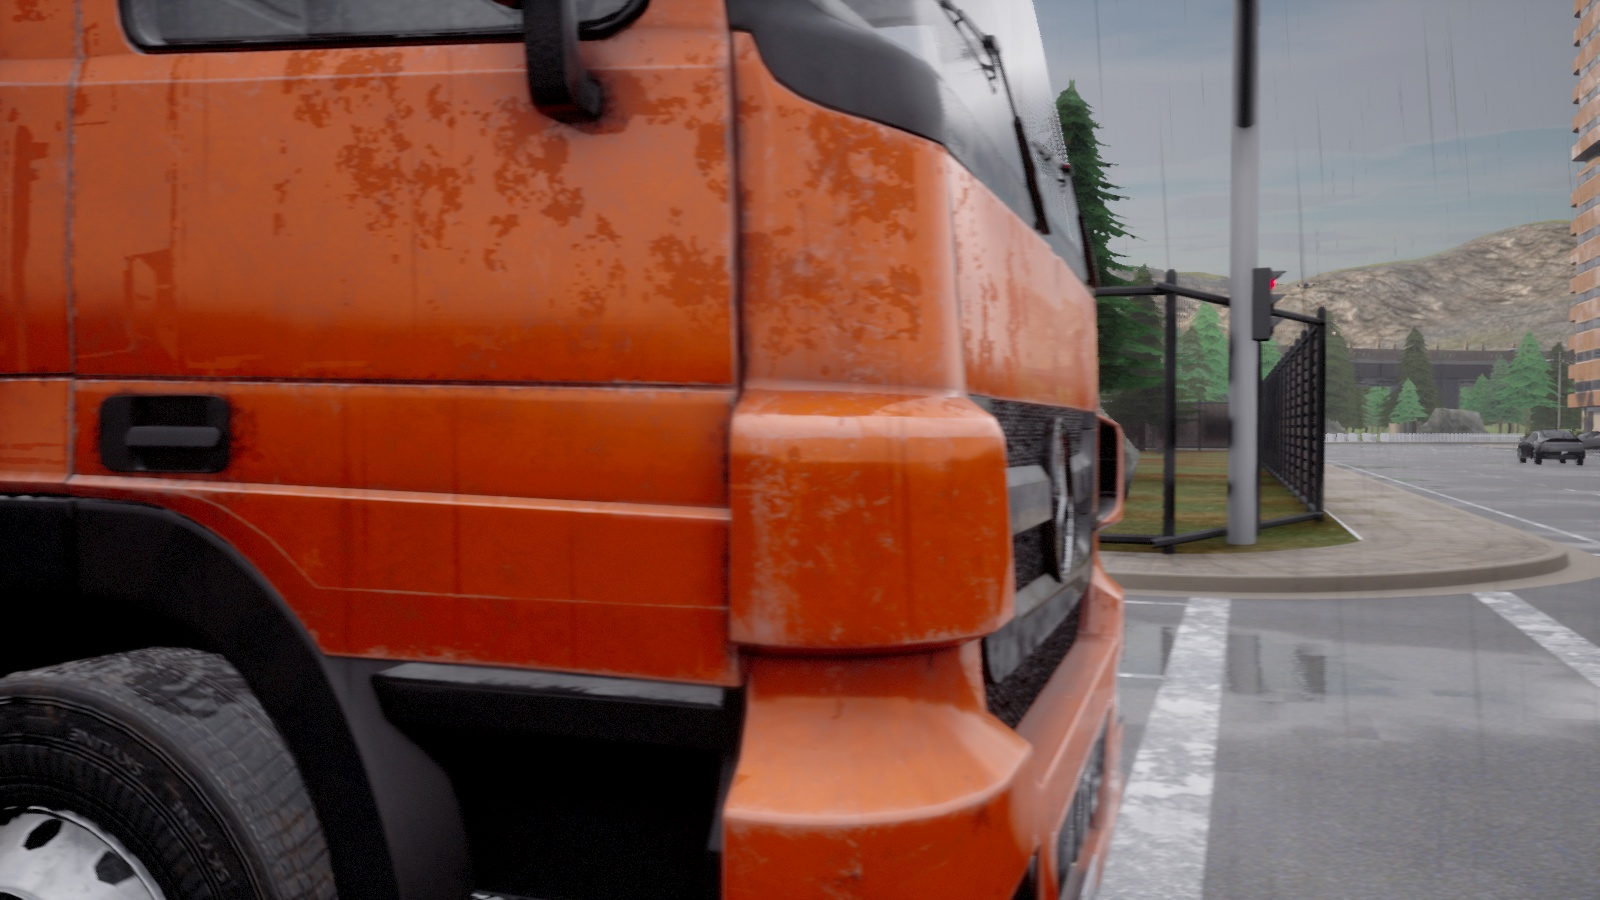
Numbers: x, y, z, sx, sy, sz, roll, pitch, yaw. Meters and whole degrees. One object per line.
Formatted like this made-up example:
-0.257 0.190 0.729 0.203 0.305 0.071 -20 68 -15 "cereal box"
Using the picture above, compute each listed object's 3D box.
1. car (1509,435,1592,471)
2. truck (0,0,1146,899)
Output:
32.984 0.092 55.357 2.128 1.511 4.902 1 1 19 "car"
-3.055 -0.261 4.206 7.936 3.462 2.891 1 1 19 "truck"
